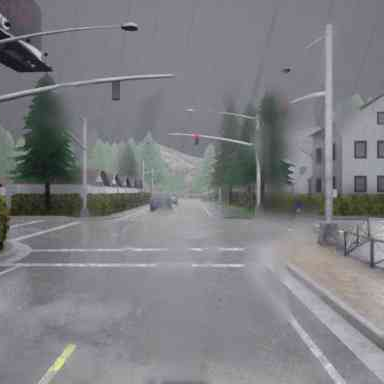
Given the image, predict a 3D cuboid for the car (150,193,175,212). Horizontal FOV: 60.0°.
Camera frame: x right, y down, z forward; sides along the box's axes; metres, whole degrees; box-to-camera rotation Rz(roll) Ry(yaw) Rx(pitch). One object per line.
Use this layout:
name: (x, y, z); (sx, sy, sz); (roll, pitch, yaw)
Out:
car: (-3.579, 1.215, 38.992); (2.150, 2.045, 5.566); (0, 1, 0)

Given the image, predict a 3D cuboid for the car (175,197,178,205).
car: (-3.481, 1.522, 58.200); (1.812, 1.442, 4.674); (0, 0, 0)
